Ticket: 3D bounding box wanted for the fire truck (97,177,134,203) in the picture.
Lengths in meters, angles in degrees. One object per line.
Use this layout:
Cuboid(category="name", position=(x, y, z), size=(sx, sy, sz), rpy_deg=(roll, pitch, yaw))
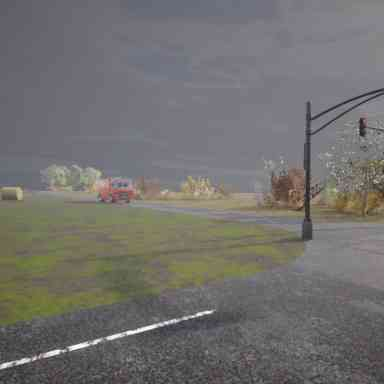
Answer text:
Cuboid(category="fire truck", position=(-11.714, -0.355, 50.067), size=(2.891, 3.827, 8.468), rpy_deg=(1, 0, -32))
